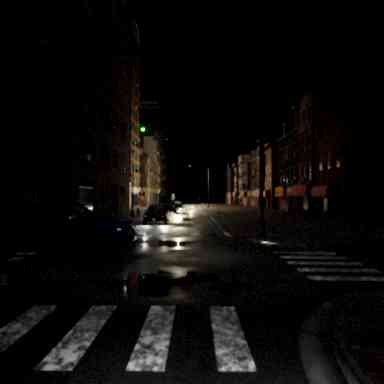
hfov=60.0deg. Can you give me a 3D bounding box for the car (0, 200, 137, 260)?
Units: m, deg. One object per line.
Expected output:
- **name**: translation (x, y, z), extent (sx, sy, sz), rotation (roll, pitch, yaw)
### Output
- **car**: translation (-4.884, 1.341, 12.349), extent (5.566, 2.045, 2.150), rotation (0, 0, 0)

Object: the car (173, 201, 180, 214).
- **car**: translation (-2.847, 1.969, 42.098), extent (1.812, 1.442, 4.674), rotation (0, -1, 0)

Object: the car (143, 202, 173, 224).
- **car**: translation (-2.850, 1.768, 27.099), extent (1.812, 1.442, 4.674), rotation (0, 0, 0)

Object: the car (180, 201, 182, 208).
- **car**: translation (-2.754, 2.378, 61.630), extent (1.895, 1.301, 4.718), rotation (0, -1, 0)
